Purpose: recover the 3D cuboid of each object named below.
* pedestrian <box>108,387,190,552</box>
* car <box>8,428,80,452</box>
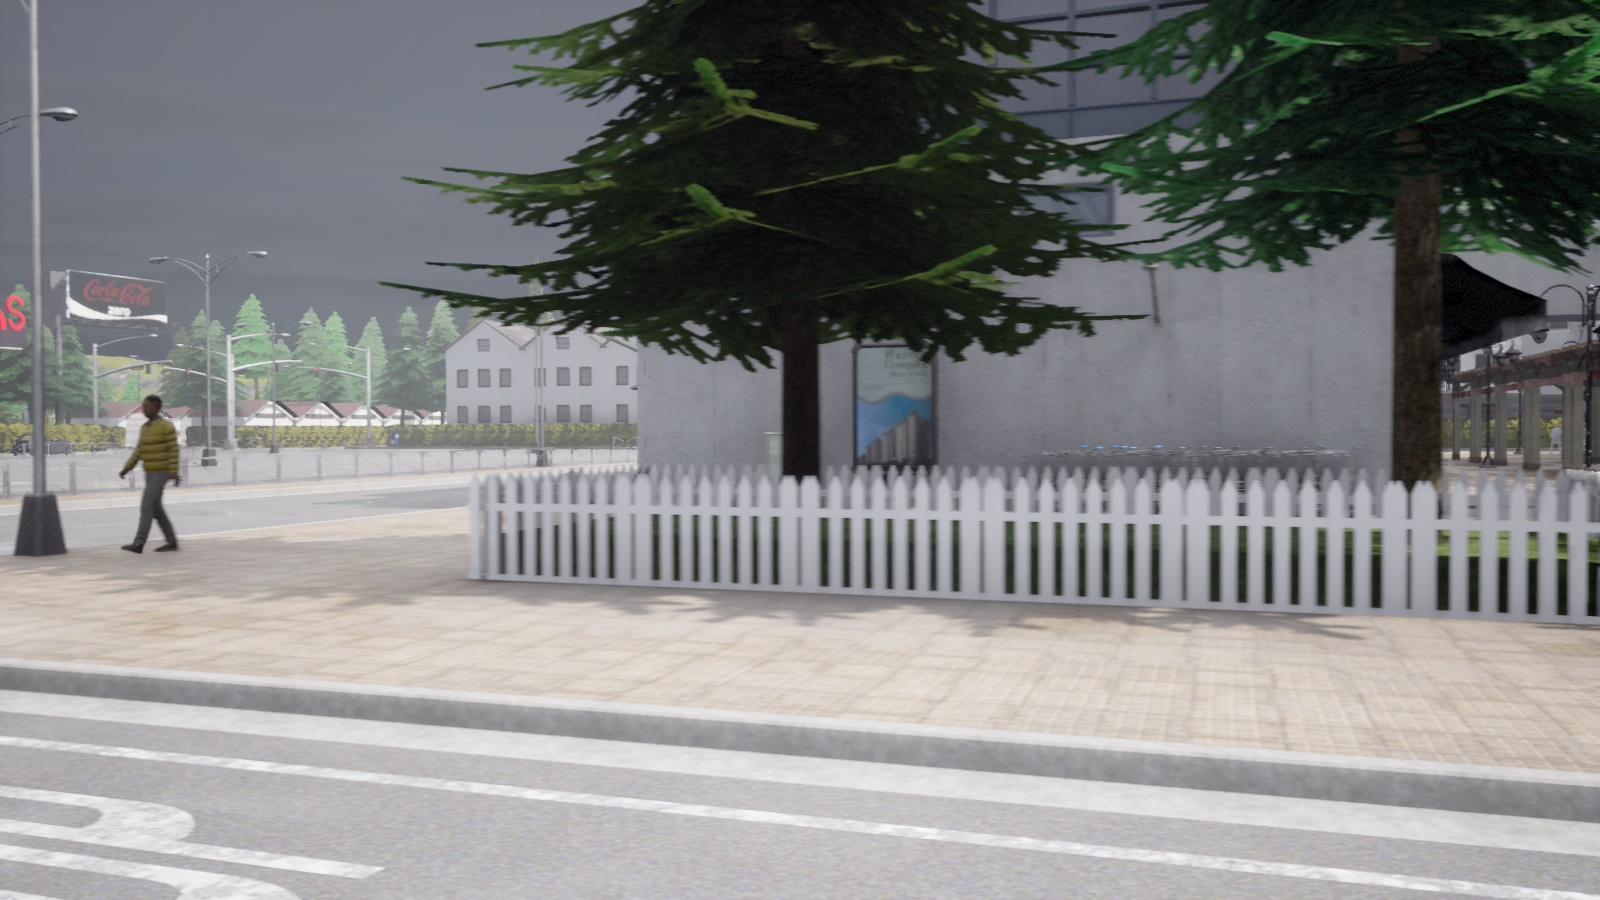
[{"bbox_3d":[-7.489,0.212,14.462,0.431,1.840,0.709,1,1,33],"label":"pedestrian"},{"bbox_3d":[-48.656,-0.638,80.901,1.845,1.501,3.633,1,1,19],"label":"car"}]
